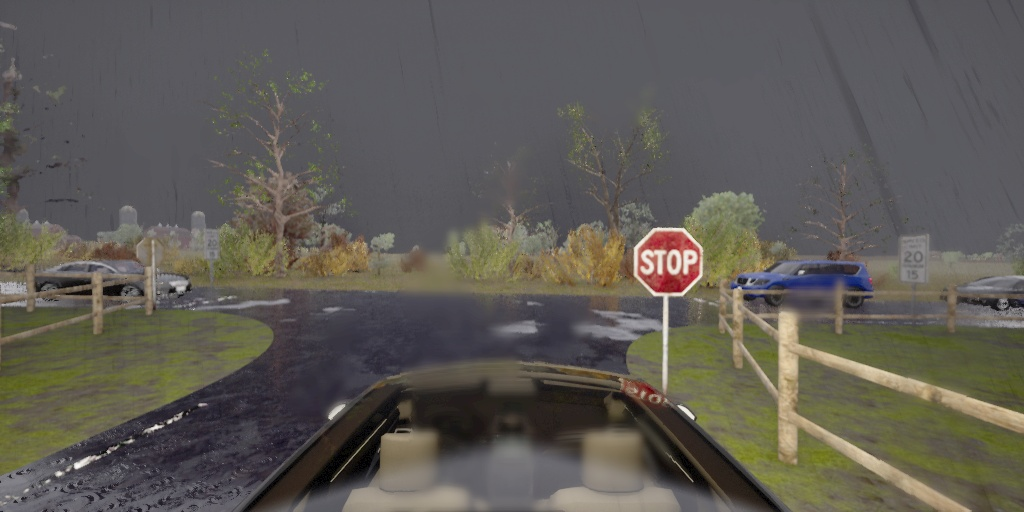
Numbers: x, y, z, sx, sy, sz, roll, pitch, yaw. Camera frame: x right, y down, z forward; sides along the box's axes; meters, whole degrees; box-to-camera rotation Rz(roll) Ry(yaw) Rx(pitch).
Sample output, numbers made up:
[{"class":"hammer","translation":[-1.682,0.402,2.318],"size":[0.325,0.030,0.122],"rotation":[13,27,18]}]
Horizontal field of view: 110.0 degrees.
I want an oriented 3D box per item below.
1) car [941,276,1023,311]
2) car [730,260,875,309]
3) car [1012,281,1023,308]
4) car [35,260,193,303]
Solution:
[{"class":"car","translation":[22.871,1.691,16.503],"size":[4.892,1.490,1.837],"rotation":[1,1,0]},{"class":"car","translation":[13.252,1.203,16.513],"size":[5.566,2.045,2.150],"rotation":[1,1,0]},{"class":"car","translation":[22.715,1.833,13.564],"size":[4.718,1.301,1.895],"rotation":[1,1,0]},{"class":"car","translation":[-14.957,0.917,13.576],"size":[4.902,1.511,2.128],"rotation":[1,1,1]}]
